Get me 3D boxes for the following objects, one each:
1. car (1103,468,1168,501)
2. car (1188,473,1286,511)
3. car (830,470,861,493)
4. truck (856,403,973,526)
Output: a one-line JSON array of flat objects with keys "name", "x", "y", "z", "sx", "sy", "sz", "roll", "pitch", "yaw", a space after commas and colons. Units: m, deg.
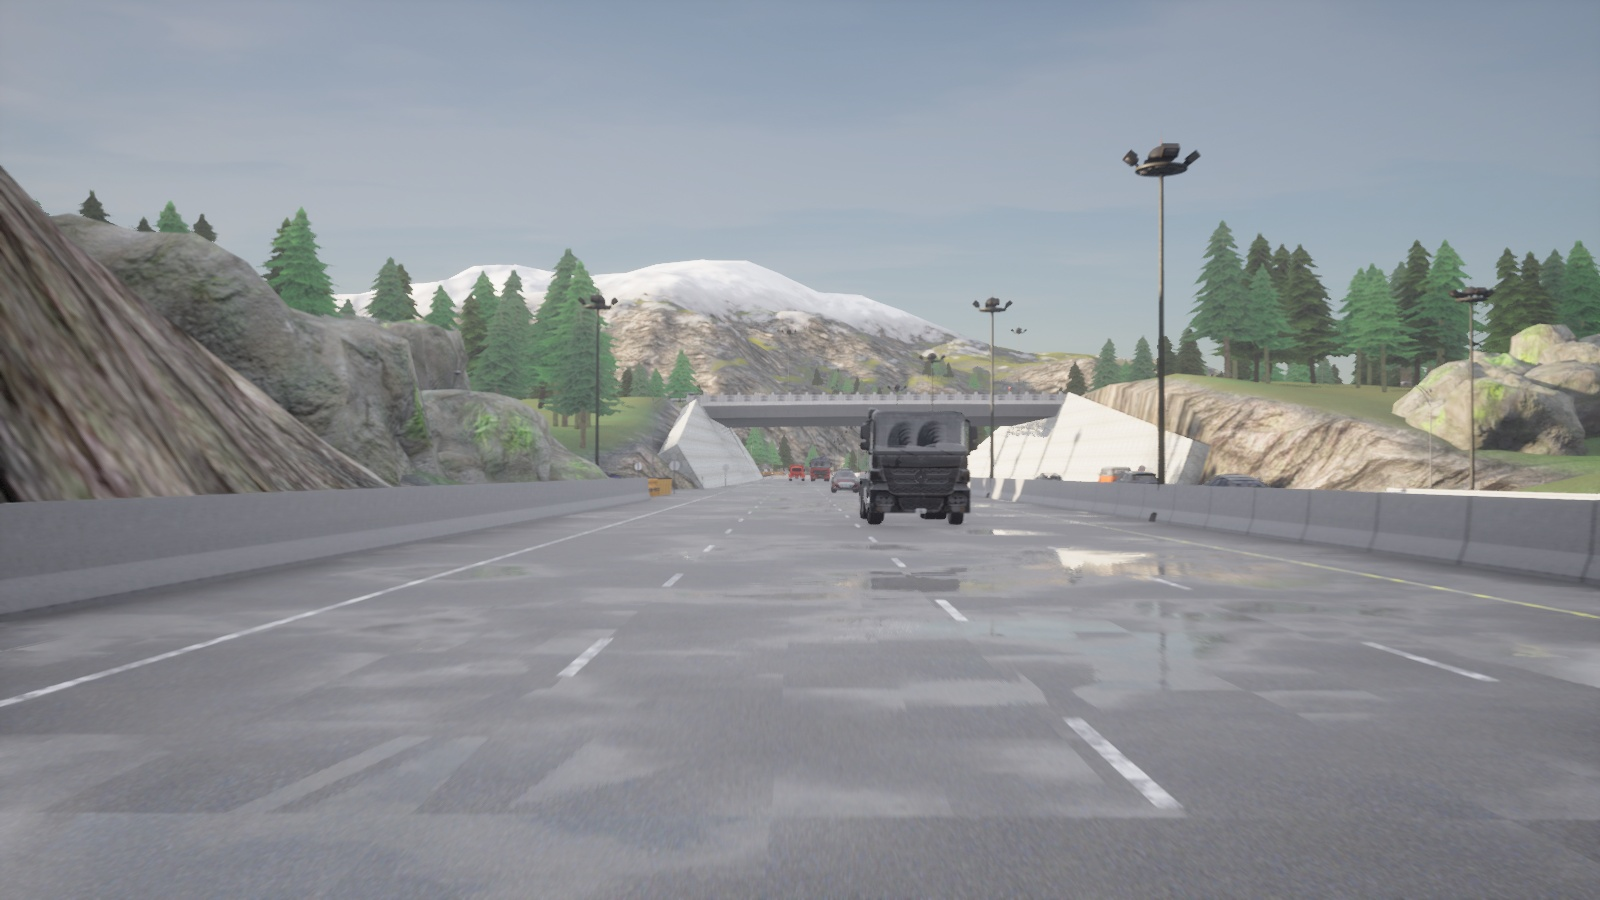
[{"name": "car", "x": 17.342, "y": 1.762, "z": 65.114, "sx": 2.033, "sy": 1.649, "sz": 4.856, "roll": 0, "pitch": -1, "yaw": 0}, {"name": "car", "x": 17.378, "y": 1.631, "z": 50.257, "sx": 2.033, "sy": 1.411, "sz": 5.357, "roll": 0, "pitch": -1, "yaw": 0}, {"name": "car", "x": 3.278, "y": 2.257, "z": 91.414, "sx": 2.033, "sy": 1.649, "sz": 4.856, "roll": 0, "pitch": -1, "yaw": 0}, {"name": "truck", "x": 3.401, "y": 0.476, "z": 39.363, "sx": 2.891, "sy": 3.462, "sz": 7.936, "roll": 0, "pitch": -1, "yaw": 0}]
